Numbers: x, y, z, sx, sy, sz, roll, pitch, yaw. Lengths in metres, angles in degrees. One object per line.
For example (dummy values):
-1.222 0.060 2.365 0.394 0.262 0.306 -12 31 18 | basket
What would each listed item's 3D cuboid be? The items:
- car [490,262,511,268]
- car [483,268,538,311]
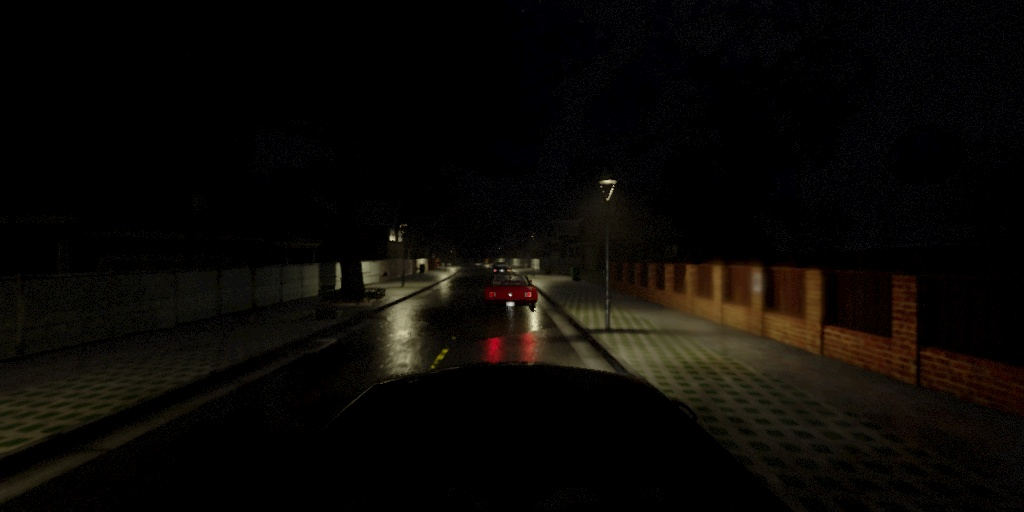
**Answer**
-1.028 1.307 33.445 2.033 1.411 5.357 0 0 -4 | car
-0.112 1.351 14.444 1.895 1.301 4.718 0 0 -2 | car
